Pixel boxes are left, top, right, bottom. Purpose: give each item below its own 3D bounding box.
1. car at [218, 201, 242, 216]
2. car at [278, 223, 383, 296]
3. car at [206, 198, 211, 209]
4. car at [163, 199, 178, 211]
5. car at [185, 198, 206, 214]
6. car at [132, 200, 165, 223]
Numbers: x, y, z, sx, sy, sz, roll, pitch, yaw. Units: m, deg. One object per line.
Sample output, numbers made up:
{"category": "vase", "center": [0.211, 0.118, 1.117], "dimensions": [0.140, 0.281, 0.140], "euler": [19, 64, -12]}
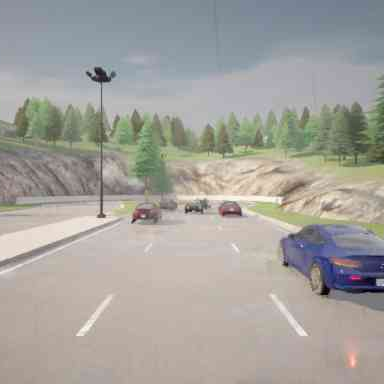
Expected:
{"category": "car", "center": [3.653, 1.564, 32.259], "dimensions": [1.994, 1.385, 4.181], "euler": [0, 0, 1]}
{"category": "car", "center": [3.599, 1.526, 8.522], "dimensions": [1.812, 1.442, 4.674], "euler": [0, 0, 0]}
{"category": "car", "center": [1.380, 1.492, 44.485], "dimensions": [2.128, 1.511, 4.902], "euler": [0, 0, 12]}
{"category": "car", "center": [-2.906, 1.547, 40.563], "dimensions": [2.033, 1.411, 5.357], "euler": [0, 0, 6]}
{"category": "car", "center": [0.260, 1.601, 35.281], "dimensions": [1.895, 1.301, 4.718], "euler": [0, 0, 2]}
{"category": "car", "center": [-3.398, 1.526, 25.497], "dimensions": [1.812, 1.442, 4.674], "euler": [0, 0, 0]}
